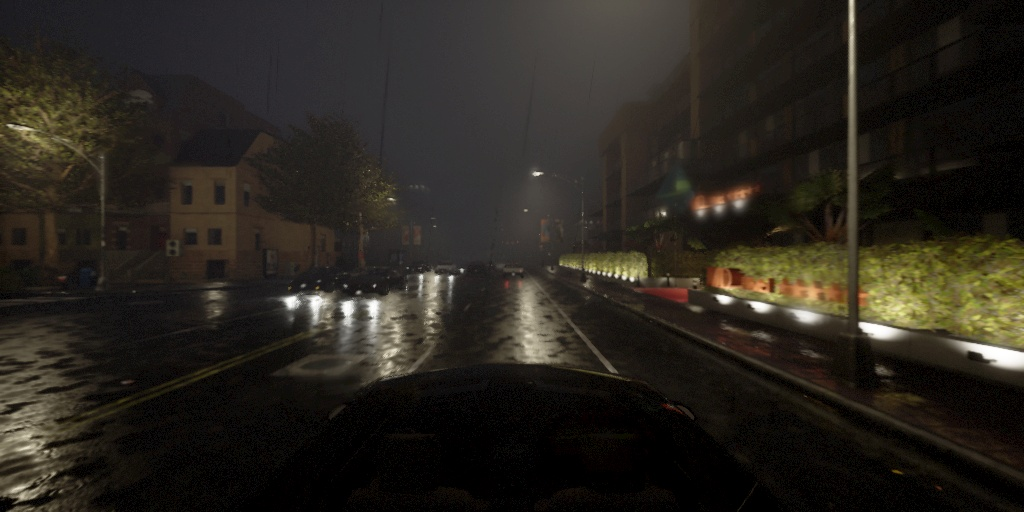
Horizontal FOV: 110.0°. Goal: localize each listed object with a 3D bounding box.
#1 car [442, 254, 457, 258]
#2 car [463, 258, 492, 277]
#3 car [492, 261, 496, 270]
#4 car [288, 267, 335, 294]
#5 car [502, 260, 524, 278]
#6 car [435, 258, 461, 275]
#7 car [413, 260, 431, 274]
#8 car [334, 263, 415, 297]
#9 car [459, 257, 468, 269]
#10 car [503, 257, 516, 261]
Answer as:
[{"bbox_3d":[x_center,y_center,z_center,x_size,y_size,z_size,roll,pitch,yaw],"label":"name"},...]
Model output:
[{"bbox_3d":[-10.451,0.892,56.793,1.837,1.490,4.892,0,0,0],"label":"car"},{"bbox_3d":[-3.371,1.220,35.937,1.882,1.535,5.008,0,0,0],"label":"car"},{"bbox_3d":[-3.356,1.304,50.648,1.994,1.385,4.181,0,0,0],"label":"car"},{"bbox_3d":[-10.581,1.309,20.171,1.994,1.385,4.181,0,0,0],"label":"car"},{"bbox_3d":[0.121,1.344,33.796,1.895,1.301,4.718,0,0,0],"label":"car"},{"bbox_3d":[-7.049,1.268,38.791,1.812,1.442,4.674,0,0,0],"label":"car"},{"bbox_3d":[-10.545,1.248,40.681,1.837,1.490,4.892,0,0,0],"label":"car"},{"bbox_3d":[-7.082,1.293,19.215,2.033,1.411,5.357,0,0,0],"label":"car"},{"bbox_3d":[-6.951,1.340,56.790,1.994,1.385,4.181,0,0,0],"label":"car"},{"bbox_3d":[0.139,1.230,50.898,2.128,1.511,4.902,0,0,0],"label":"car"}]
